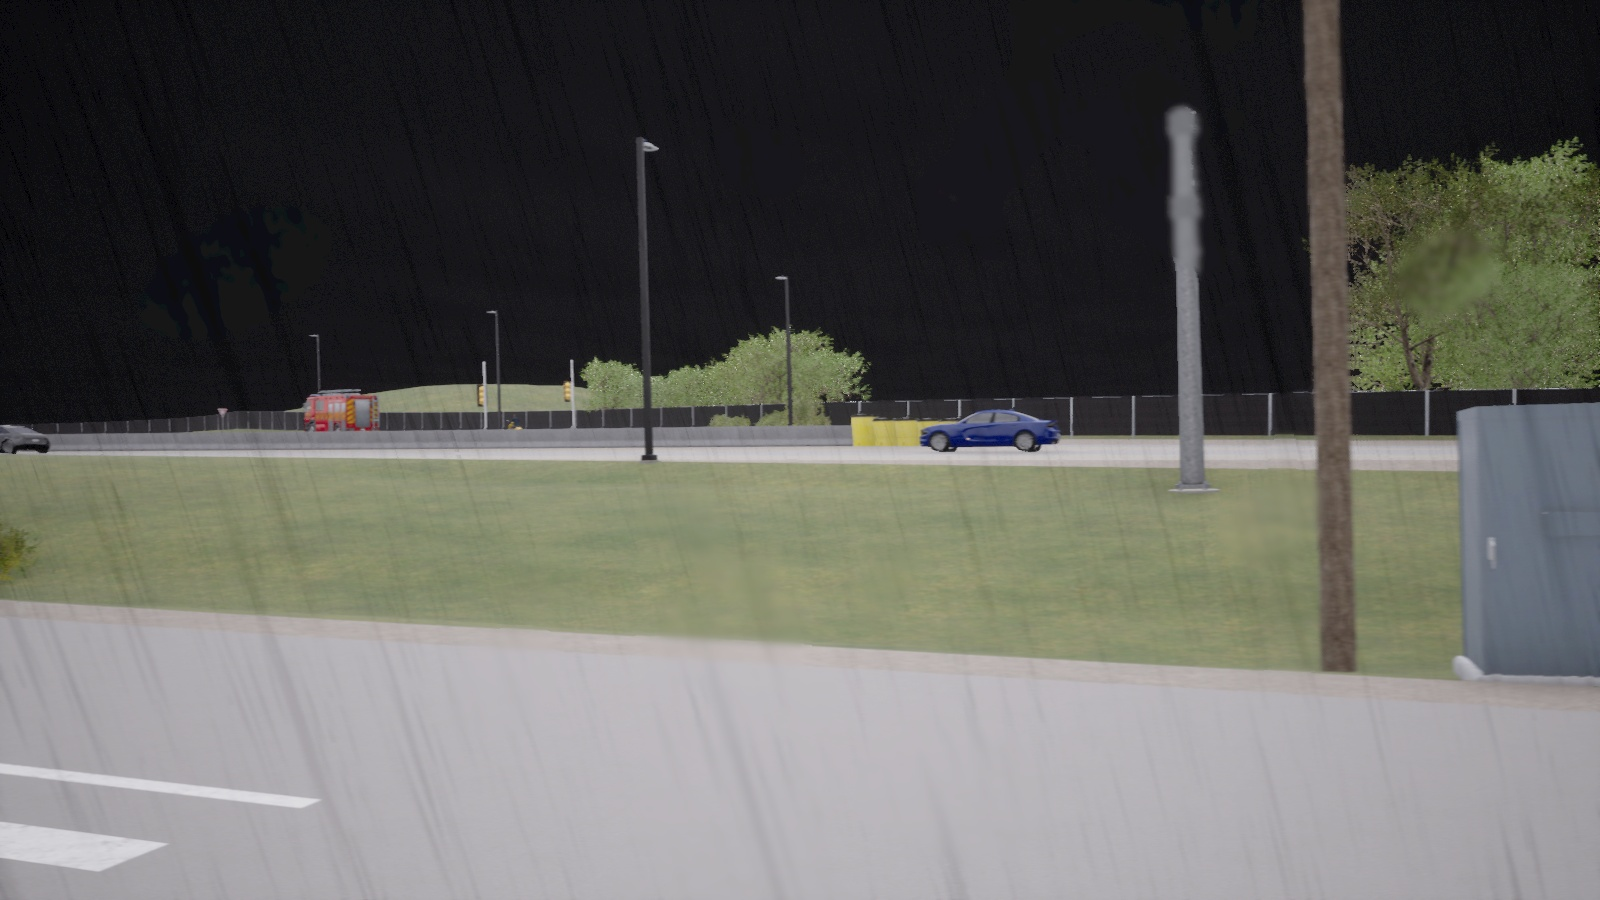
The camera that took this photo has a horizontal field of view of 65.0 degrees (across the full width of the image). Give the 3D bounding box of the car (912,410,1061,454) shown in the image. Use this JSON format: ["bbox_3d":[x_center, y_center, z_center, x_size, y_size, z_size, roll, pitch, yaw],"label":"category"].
[{"bbox_3d":[6.702,-0.640,45.133,5.008,1.535,1.882,0,1,19],"label":"car"}]

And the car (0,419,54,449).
[{"bbox_3d":[-38.714,-0.782,61.022,4.181,1.385,1.994,0,1,19],"label":"car"}]
